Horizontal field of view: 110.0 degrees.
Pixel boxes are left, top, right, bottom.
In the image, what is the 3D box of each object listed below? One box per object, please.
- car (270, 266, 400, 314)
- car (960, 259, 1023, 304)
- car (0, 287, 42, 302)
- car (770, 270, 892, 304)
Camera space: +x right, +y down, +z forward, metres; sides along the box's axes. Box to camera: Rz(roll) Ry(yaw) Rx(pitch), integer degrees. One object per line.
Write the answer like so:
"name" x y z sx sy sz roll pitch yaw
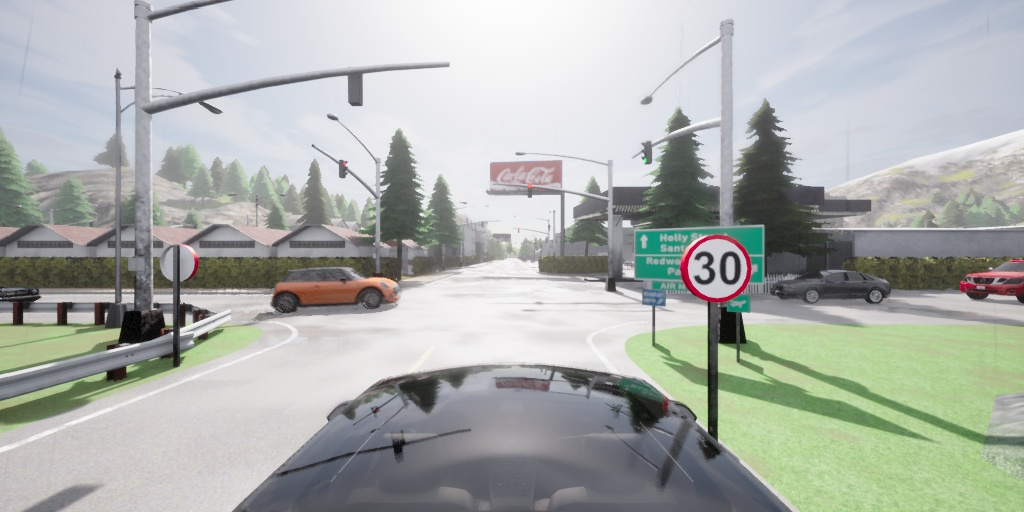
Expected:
"car" -6.929 1.219 14.460 4.553 1.767 2.097 -2 0 -8
"car" 25.177 1.163 17.127 5.566 2.045 2.150 0 0 0
"car" -21.788 1.543 14.060 4.718 1.301 1.895 0 0 1
"car" 15.207 1.446 17.262 4.892 1.490 1.837 0 0 1
